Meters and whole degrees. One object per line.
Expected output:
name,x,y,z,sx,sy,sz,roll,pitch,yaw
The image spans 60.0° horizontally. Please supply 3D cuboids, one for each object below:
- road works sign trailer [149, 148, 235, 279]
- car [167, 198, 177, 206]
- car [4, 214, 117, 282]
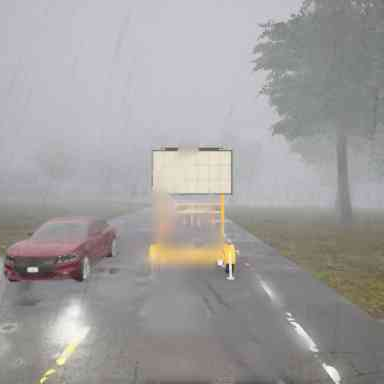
road works sign trailer,0.002,0.478,10.019,2.380,3.560,2.880,0,0,0
car,-3.978,1.973,65.520,1.812,1.442,4.674,0,-1,-1
car,-3.606,1.491,10.024,1.882,1.535,5.008,0,0,0
